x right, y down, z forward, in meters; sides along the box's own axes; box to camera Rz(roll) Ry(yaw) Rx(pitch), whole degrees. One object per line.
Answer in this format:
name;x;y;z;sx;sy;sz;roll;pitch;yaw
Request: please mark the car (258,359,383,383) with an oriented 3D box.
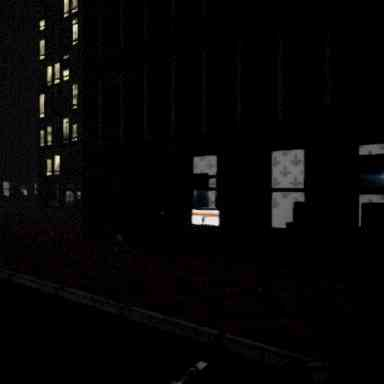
car;2.178;1.556;1.322;4.403;1.369;2.008;0;0;35
